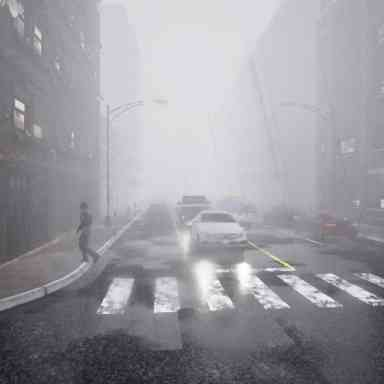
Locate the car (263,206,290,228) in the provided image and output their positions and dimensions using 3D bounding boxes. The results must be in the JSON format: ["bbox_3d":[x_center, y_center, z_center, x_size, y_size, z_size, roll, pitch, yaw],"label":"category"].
[{"bbox_3d":[6.114,1.562,22.130,1.947,1.339,4.313,0,0,-5],"label":"car"}]

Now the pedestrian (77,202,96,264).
[{"bbox_3d":[-3.126,1.135,9.701,0.375,1.860,0.375,0,1,-5],"label":"pedestrian"}]

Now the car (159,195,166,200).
[{"bbox_3d":[-8.284,1.560,92.986,1.887,1.381,4.507,0,0,-5],"label":"car"}]

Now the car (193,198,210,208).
[{"bbox_3d":[1.343,1.598,47.923,1.895,1.301,4.718,0,0,-5],"label":"car"}]

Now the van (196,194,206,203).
[{"bbox_3d":[1.926,1.346,71.664,1.690,1.788,3.998,-1,0,-5],"label":"van"}]

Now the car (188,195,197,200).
[{"bbox_3d":[0.068,1.568,93.679,2.008,1.369,4.403,-1,0,-5],"label":"car"}]

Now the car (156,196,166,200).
[{"bbox_3d":[-4.099,1.540,43.452,1.887,1.381,4.507,0,0,-5],"label":"car"}]

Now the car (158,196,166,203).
[{"bbox_3d":[-6.410,1.529,70.802,1.752,1.417,4.829,0,0,-5],"label":"car"}]

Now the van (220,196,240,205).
[{"bbox_3d":[4.717,1.337,38.641,1.690,1.788,3.998,0,0,-5],"label":"van"}]

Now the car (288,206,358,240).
[{"bbox_3d":[6.579,1.578,16.626,1.802,1.307,4.206,0,0,-5],"label":"car"}]

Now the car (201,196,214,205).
[{"bbox_3d":[2.843,1.526,60.825,1.752,1.417,4.829,0,0,-5],"label":"car"}]

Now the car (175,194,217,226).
[{"bbox_3d":[0.137,1.216,24.091,2.150,2.045,5.566,0,0,-5],"label":"car"}]

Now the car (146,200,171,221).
[{"bbox_3d":[-2.704,1.560,26.940,1.947,1.339,4.313,0,0,-5],"label":"car"}]

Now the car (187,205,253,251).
[{"bbox_3d":[0.984,1.522,14.238,1.812,1.442,4.674,0,0,-5],"label":"car"}]

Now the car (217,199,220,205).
[{"bbox_3d":[4.253,1.563,44.145,1.947,1.339,4.313,0,0,-5],"label":"car"}]

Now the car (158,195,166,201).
[{"bbox_3d":[-7.819,1.578,87.482,1.947,1.339,4.313,0,0,-5],"label":"car"}]

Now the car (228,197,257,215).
[{"bbox_3d":[5.183,1.540,33.137,1.887,1.381,4.507,0,0,-5],"label":"car"}]

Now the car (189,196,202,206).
[{"bbox_3d":[0.509,1.504,57.707,1.837,1.490,4.892,0,0,-5],"label":"car"}]

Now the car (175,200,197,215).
[{"bbox_3d":[-0.690,1.559,34.095,1.994,1.385,4.181,0,0,-5],"label":"car"}]
